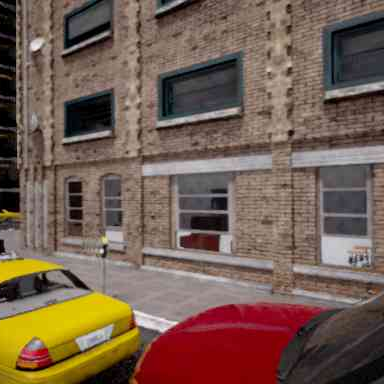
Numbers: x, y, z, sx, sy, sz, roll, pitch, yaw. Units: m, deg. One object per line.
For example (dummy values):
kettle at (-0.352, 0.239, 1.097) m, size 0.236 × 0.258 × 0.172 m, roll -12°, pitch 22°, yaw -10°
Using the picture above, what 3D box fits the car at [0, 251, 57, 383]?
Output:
car at (-2.935, 1.580, 4.975) m, size 4.829 × 1.417 × 1.752 m, roll -1°, pitch -1°, yaw 36°

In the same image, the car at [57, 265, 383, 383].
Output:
car at (1.826, 1.308, 1.575) m, size 5.009 × 1.841 × 2.192 m, roll -1°, pitch -1°, yaw 36°

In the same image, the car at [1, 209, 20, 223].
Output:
car at (-18.650, 2.186, 30.886) m, size 1.752 × 1.417 × 4.829 m, roll -2°, pitch -2°, yaw 35°
